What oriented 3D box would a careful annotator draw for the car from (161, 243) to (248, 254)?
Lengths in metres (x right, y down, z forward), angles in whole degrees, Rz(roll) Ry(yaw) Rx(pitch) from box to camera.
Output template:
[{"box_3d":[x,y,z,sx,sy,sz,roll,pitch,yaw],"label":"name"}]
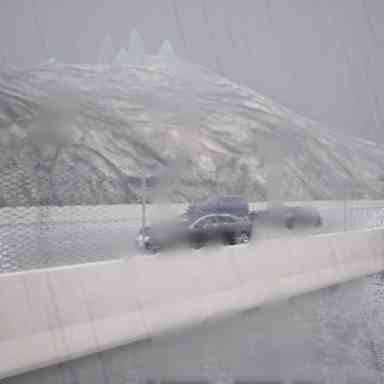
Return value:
[{"box_3d":[0.274,1.518,12.780,4.902,1.511,2.128,0,0,-35],"label":"car"}]
